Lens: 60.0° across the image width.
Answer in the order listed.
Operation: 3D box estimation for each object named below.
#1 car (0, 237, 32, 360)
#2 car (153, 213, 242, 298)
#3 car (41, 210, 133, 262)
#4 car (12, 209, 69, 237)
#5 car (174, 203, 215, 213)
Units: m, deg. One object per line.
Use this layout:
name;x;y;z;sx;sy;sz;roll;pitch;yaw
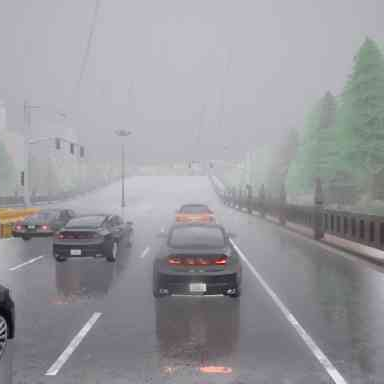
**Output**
car;-3.395;1.492;2.738;2.128;1.511;4.902;0;0;0
car;0.116;1.505;8.522;1.837;1.490;4.892;0;0;0
car;-3.376;1.505;12.092;1.837;1.490;4.892;0;0;0
car;-6.868;1.547;16.751;2.033;1.411;5.357;0;0;0
car;0.133;1.352;17.536;2.097;1.767;4.553;0;0;0
